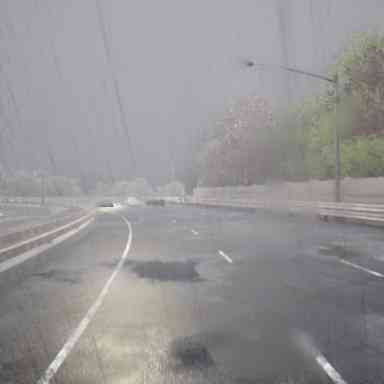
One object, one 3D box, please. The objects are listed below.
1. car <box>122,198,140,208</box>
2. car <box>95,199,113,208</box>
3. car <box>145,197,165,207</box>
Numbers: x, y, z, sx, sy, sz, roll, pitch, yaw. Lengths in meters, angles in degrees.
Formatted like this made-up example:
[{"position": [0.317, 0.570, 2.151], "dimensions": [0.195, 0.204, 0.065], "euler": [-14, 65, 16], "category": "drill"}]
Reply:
[{"position": [-9.475, 1.632, 51.642], "dimensions": [1.812, 1.442, 4.674], "euler": [0, 0, -28], "category": "car"}, {"position": [-13.920, 1.723, 52.431], "dimensions": [1.994, 1.385, 4.181], "euler": [-1, 0, -30], "category": "car"}, {"position": [-5.909, 1.541, 52.366], "dimensions": [1.882, 1.535, 5.008], "euler": [0, 0, -28], "category": "car"}]
